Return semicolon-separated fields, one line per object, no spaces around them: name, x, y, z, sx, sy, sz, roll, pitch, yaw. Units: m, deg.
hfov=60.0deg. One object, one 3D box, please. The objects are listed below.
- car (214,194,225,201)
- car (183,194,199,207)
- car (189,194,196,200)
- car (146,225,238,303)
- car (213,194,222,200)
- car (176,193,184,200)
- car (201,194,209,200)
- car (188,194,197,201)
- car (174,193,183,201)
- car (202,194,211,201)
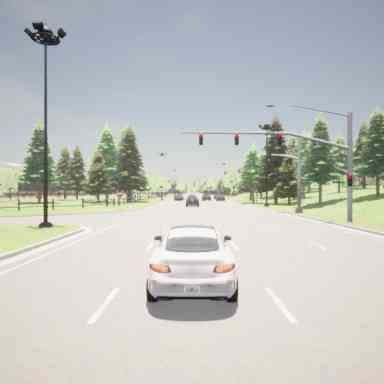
car;7.119;1.504;82.612;2.128;1.511;4.902;0;0;0
car;0.075;1.344;51.979;2.097;1.767;4.553;0;0;0
car;0.134;1.318;93.042;1.837;1.490;4.892;0;0;0
car;0.018;1.524;8.106;1.812;1.442;4.674;0;0;0
car;7.134;1.370;93.032;1.994;1.385;4.181;0;0;0
car;-3.366;1.173;93.017;2.097;1.767;4.553;0;0;0
car;3.634;1.358;93.037;2.033;1.411;5.357;0;0;0
car;0.120;1.335;83.009;2.097;1.767;4.553;0;0;0
car;-3.380;1.531;83.010;1.994;1.385;4.181;0;0;0
car;3.620;1.335;83.004;2.097;1.767;4.553;0;0;0
